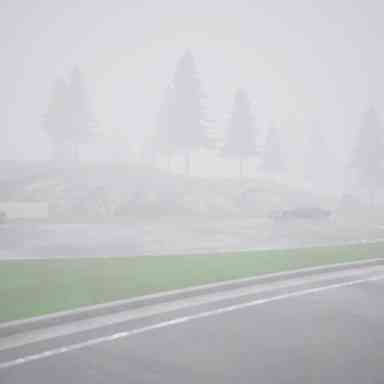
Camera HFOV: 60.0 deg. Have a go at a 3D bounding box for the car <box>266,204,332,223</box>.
[{"bbox_3d":[7.866,1.526,24.623,4.718,1.301,1.895,0,0,-22],"label":"car"}]

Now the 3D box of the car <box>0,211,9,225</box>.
[{"bbox_3d":[-13.302,1.495,19.409,4.674,1.442,1.812,0,0,-7],"label":"car"}]
